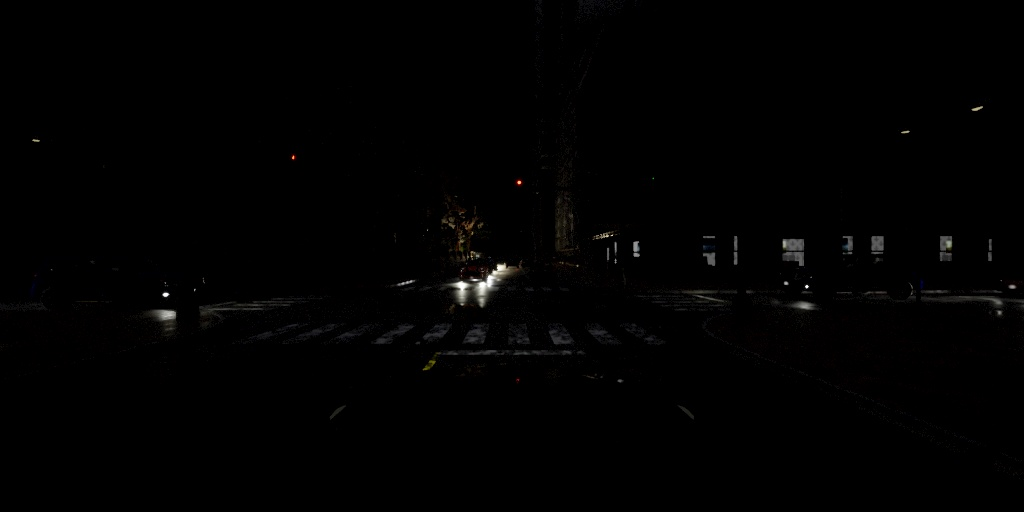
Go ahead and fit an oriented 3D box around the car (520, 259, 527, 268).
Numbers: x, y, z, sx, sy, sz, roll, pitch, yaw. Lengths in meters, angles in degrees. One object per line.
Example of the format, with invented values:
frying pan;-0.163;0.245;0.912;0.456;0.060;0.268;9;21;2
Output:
car;2.647;1.315;59.241;1.948;1.339;4.313;0;0;0

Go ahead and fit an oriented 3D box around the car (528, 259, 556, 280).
car;2.669;1.192;30.835;1.967;1.591;4.097;0;0;0

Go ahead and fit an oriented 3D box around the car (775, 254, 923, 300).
car;15.700;0.925;16.873;5.566;2.045;2.150;0;0;1

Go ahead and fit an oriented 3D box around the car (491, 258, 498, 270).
car;-3.124;1.105;49.770;2.097;1.767;4.553;0;0;0

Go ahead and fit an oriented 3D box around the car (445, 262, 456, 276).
car;-5.716;1.297;36.507;1.888;1.381;4.507;0;0;0

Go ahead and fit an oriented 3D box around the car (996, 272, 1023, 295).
car;25.776;1.164;16.667;4.902;1.511;2.128;0;0;1

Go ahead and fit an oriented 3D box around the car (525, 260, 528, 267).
car;2.664;1.318;36.516;1.948;1.339;4.313;0;0;0

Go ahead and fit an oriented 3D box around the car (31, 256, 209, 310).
car;-15.479;1.004;14.343;5.566;2.045;2.150;0;0;0

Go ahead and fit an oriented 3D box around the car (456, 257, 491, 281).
car;-3.121;1.104;30.007;2.097;1.767;4.553;0;0;0

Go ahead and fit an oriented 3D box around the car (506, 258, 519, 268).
car;0.060;1.100;61.177;2.097;1.767;4.553;0;0;0

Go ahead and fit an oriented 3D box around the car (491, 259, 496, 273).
car;-3.127;1.353;39.794;1.895;1.301;4.718;0;0;0
